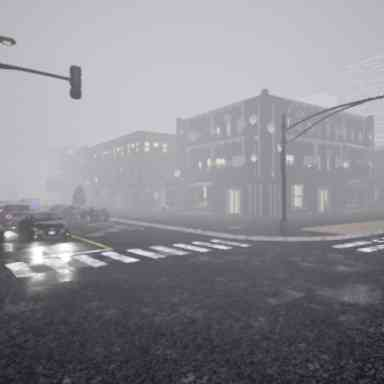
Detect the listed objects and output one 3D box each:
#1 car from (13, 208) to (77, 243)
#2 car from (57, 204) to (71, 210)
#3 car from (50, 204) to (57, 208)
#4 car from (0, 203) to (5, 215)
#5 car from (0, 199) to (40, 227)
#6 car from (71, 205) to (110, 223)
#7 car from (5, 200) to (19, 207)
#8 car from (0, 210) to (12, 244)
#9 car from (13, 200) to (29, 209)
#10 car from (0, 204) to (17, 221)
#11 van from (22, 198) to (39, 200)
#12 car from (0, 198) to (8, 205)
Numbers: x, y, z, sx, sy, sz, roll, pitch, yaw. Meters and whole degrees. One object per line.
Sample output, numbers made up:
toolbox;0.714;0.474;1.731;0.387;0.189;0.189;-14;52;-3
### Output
car;-7.830;1.783;17.498;1.994;1.385;4.181;-1;0;-35
car;-11.627;1.918;32.819;1.802;1.307;4.206;-1;0;-35
car;-14.833;1.980;37.330;1.802;1.307;4.206;-1;0;-35
car;-24.584;2.094;41.150;2.033;1.411;5.357;-1;0;-35
car;-12.870;1.671;24.587;2.097;1.767;4.553;-1;0;-35
car;-8.420;1.823;28.307;2.008;1.369;4.403;-1;0;-35
car;-37.283;2.379;68.910;1.947;1.339;4.313;-1;0;-35
car;-10.515;1.819;16.581;1.947;1.339;4.313;-1;0;-35
car;-30.870;2.242;59.887;1.887;1.381;4.507;-1;0;-35
car;-18.436;1.954;32.440;1.812;1.442;4.674;-1;0;-35
van;-24.460;1.921;50.864;1.690;1.788;3.998;-1;0;-35
car;-46.907;2.424;82.443;1.967;1.590;4.097;-1;0;-35
